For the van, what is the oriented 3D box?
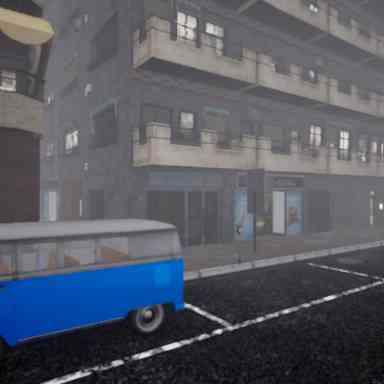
[{"bbox_3d":[-2.026,1.350,5.125,3.998,1.788,1.690,1,-1,-35],"label":"van"}]
